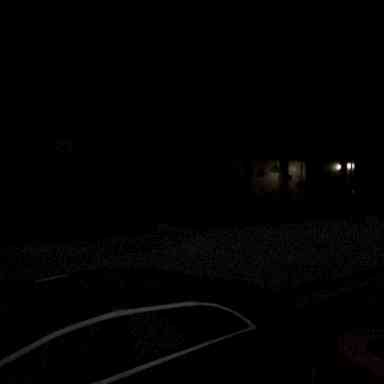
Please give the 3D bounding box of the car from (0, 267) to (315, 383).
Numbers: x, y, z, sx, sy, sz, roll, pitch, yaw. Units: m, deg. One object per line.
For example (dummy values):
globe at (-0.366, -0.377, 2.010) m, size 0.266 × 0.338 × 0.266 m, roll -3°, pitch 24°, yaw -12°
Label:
car at (-1.080, 1.491, 2.618) m, size 4.902 × 1.511 × 2.128 m, roll 0°, pitch 0°, yaw -35°
